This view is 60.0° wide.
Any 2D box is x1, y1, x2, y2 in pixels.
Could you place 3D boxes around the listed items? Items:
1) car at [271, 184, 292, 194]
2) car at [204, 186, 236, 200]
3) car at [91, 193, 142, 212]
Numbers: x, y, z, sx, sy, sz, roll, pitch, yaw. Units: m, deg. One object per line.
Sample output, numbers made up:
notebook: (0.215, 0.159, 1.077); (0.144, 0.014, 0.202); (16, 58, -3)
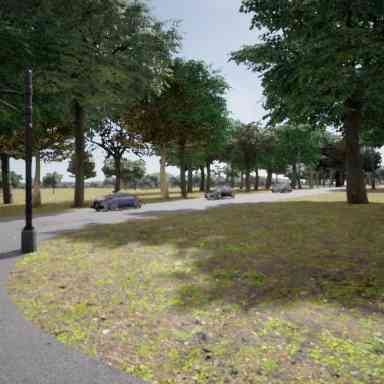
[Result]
car: (14.339, -0.565, 53.168); (2.128, 1.511, 4.902); (-1, 2, 38)
car: (3.338, 0.091, 39.021); (2.128, 1.511, 4.902); (-1, 2, 38)
car: (-6.039, 0.767, 26.866); (1.994, 1.385, 4.181); (-1, 2, 38)
